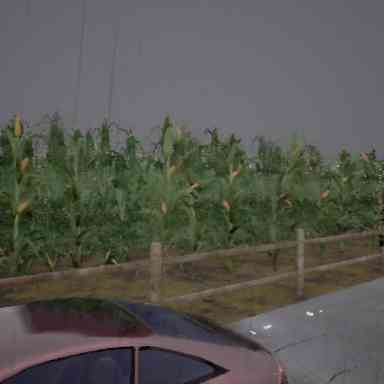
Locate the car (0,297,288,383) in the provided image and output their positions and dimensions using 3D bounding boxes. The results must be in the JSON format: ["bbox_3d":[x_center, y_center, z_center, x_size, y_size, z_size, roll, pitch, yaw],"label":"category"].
[{"bbox_3d":[-1.224,1.565,2.186,4.181,1.385,1.994,0,0,-35],"label":"car"}]
